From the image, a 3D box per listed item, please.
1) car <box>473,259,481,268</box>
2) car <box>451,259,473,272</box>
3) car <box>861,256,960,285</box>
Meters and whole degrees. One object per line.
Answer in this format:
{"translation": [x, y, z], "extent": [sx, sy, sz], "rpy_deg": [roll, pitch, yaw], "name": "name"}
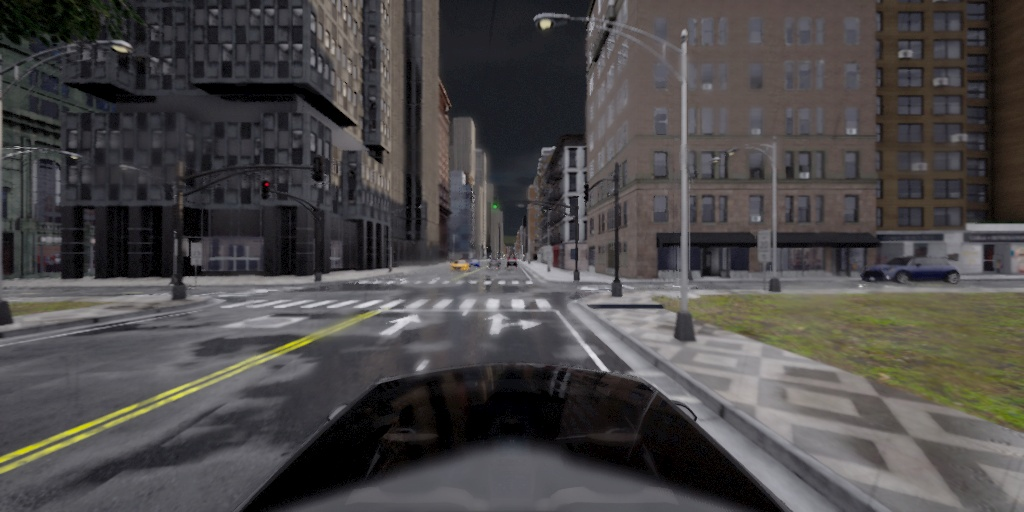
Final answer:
{"translation": [-6.523, 1.290, 62.053], "extent": [1.882, 1.535, 5.008], "rpy_deg": [0, 0, 0], "name": "car"}
{"translation": [-6.569, 1.260, 45.955], "extent": [1.882, 1.535, 5.008], "rpy_deg": [0, 0, 0], "name": "car"}
{"translation": [24.885, 0.866, 22.529], "extent": [4.553, 1.767, 2.097], "rpy_deg": [0, 0, 0], "name": "car"}
